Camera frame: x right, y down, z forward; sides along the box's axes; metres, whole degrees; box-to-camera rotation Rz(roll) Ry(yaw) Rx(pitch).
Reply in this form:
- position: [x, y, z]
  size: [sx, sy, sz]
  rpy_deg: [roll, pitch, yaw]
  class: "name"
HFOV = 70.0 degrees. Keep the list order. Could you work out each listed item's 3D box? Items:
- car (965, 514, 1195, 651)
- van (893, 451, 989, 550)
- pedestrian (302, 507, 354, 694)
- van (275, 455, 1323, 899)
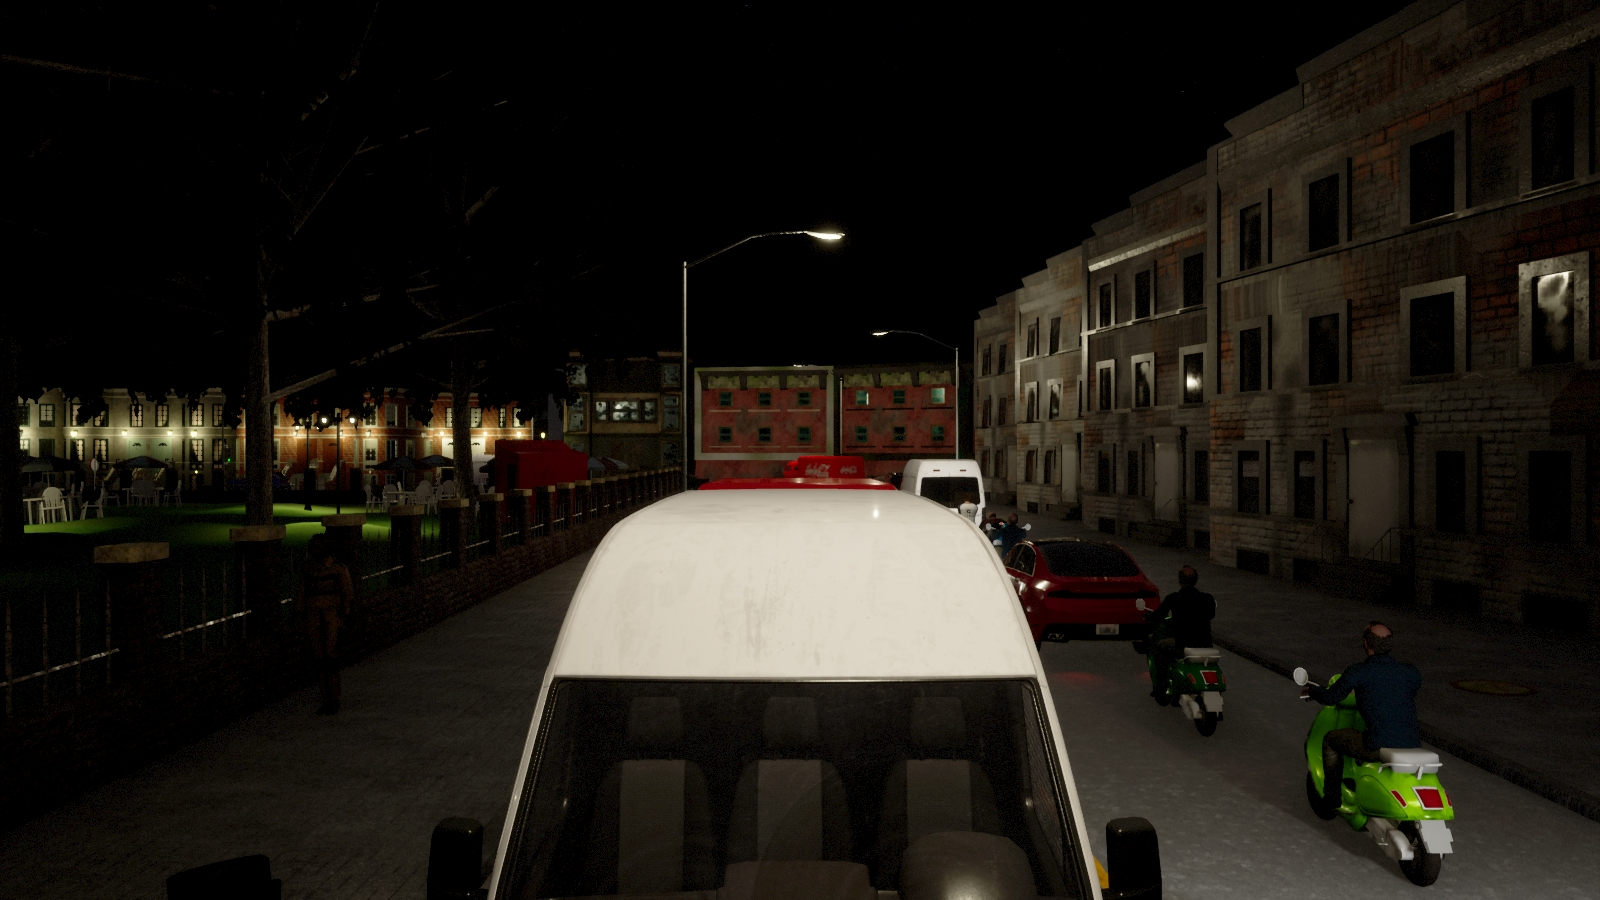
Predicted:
- position: [3.953, 1.841, 17.118]
  size: [2.231, 1.480, 4.892]
  rpy_deg: [0, 0, 0]
  class: "car"
- position: [3.906, 1.314, 32.634]
  size: [1.988, 2.561, 5.915]
  rpy_deg: [0, 0, 0]
  class: "van"
- position: [-4.833, 1.525, 11.701]
  size: [0.375, 1.860, 0.375]
  rpy_deg: [0, 0, 0]
  class: "pedestrian"
- position: [-0.006, 1.314, 5.127]
  size: [1.988, 2.561, 5.915]
  rpy_deg: [0, 0, 0]
  class: "van"
